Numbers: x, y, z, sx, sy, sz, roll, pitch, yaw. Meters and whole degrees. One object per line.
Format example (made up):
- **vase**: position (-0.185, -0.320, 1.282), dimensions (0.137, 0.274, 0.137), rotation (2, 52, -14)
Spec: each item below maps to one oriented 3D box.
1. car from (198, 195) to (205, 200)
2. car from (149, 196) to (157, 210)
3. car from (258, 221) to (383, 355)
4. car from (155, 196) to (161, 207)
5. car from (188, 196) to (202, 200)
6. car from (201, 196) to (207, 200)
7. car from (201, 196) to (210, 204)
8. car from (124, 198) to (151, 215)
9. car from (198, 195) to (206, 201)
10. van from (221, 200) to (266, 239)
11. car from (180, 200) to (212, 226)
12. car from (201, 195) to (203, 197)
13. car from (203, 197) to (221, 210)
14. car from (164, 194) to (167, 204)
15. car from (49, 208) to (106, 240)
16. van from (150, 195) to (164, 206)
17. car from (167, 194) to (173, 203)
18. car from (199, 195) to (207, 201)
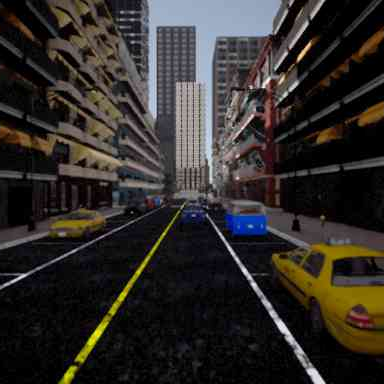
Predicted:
- **car**: position (2.688, 1.583, 94.674), dimensions (1.752, 1.417, 4.829), rotation (-1, 0, 0)
- **car**: position (-5.696, 1.560, 39.283), dimensions (1.887, 1.381, 4.507), rotation (0, 0, 0)
- **car**: position (2.683, 1.527, 6.299), dimensions (1.752, 1.417, 4.829), rotation (-1, 0, 0)
- **car**: position (-5.696, 1.563, 44.807), dimensions (1.887, 1.381, 4.507), rotation (-1, 0, 0)
- **car**: position (0.104, 1.619, 45.427), dimensions (1.895, 1.301, 4.718), rotation (0, 0, 0)
- **car**: position (2.685, 1.569, 44.793), dimensions (2.008, 1.369, 4.403), rotation (-1, 0, 0)
- **car**: position (2.686, 1.559, 67.058), dimensions (1.752, 1.417, 4.829), rotation (-1, 0, 0)
- **car**: position (-5.696, 1.578, 33.760), dimensions (1.947, 1.339, 4.313), rotation (0, 0, 0)
- **car**: position (2.688, 1.603, 88.980), dimensions (2.008, 1.369, 4.403), rotation (-1, 0, 0)
- **van**: position (2.682, 1.346, 17.177), dimensions (1.690, 1.788, 3.998), rotation (-1, 0, 0)
- **car**: position (0.102, 1.555, 23.714), dimensions (2.033, 1.411, 5.357), rotation (0, 0, 0)
- **car**: position (2.686, 1.580, 61.364), dimensions (2.008, 1.369, 4.403), rotation (-1, 0, 0)
- **car**: position (2.685, 1.566, 39.270), dimensions (2.008, 1.369, 4.403), rotation (-1, 0, 0)
- **car**: position (-5.696, 1.465, 55.854), dimensions (1.967, 1.590, 4.097), rotation (-1, 0, 0)
- **car**: position (-5.698, 1.531, 17.020), dimensions (1.752, 1.417, 4.829), rotation (0, 0, 0)
- **van**: position (-5.697, 1.363, 50.331), dimensions (1.690, 1.788, 3.998), rotation (-1, 0, 0)
- **car**: position (-5.694, 1.604, 72.425), dimensions (1.947, 1.339, 4.313), rotation (-1, 0, 0)
- **car**: position (2.688, 1.592, 83.457), dimensions (1.887, 1.381, 4.507), rotation (-1, 0, 0)
